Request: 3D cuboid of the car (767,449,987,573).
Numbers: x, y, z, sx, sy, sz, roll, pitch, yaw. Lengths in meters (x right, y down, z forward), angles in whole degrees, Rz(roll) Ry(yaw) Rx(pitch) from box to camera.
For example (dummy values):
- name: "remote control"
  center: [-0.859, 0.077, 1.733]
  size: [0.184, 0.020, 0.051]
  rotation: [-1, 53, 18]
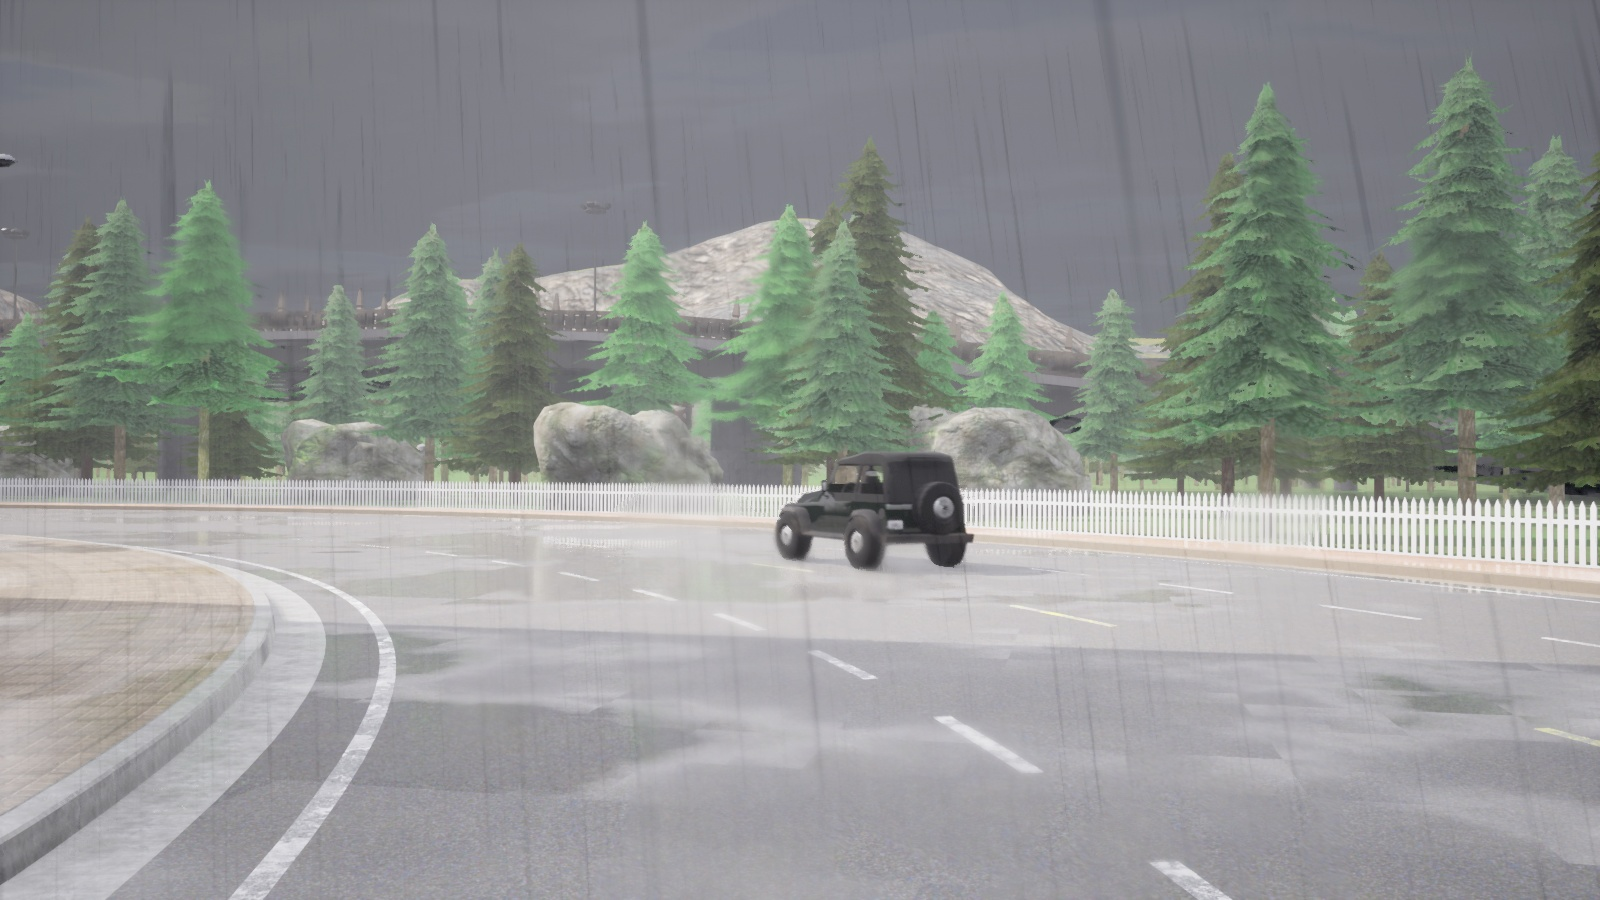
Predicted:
- name: "car"
  center: [1.184, 0.960, 21.145]
  size: [1.905, 1.878, 3.866]
  rotation: [0, -1, -29]
